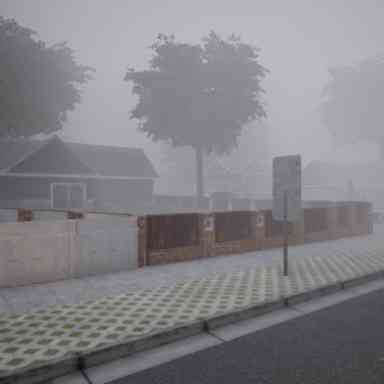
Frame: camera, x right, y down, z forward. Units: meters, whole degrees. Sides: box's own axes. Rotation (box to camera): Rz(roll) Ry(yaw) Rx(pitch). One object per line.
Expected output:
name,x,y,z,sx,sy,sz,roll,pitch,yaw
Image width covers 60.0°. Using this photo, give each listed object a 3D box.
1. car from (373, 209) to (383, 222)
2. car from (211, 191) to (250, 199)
car,11.377,1.392,24.372,1.812,1.442,4.674,0,1,-35
car,4.150,0.943,34.544,2.150,2.045,5.566,0,1,-35
